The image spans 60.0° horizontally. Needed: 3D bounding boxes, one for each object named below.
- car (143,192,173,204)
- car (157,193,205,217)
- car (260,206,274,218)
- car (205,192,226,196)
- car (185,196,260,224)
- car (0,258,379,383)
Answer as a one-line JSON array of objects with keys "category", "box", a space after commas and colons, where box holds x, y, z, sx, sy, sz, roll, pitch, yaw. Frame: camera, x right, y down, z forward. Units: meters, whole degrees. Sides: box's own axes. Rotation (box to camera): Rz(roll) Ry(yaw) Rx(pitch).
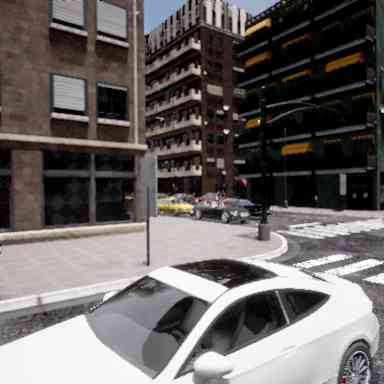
[{"category": "car", "box": [-4.534, 0.754, 43.921, 2.008, 1.369, 4.403, 0, 1, -36]}, {"category": "car", "box": [-1.392, 1.061, 25.377, 1.752, 1.417, 4.829, 0, 1, -36]}, {"category": "car", "box": [3.362, 1.167, 23.231, 1.895, 1.301, 4.718, -1, 1, -36]}, {"category": "car", "box": [2.023, 0.795, 34.920, 1.967, 1.590, 4.097, 0, 1, -36]}, {"category": "car", "box": [1.786, 1.161, 21.015, 2.008, 1.369, 4.403, 0, 1, -36]}, {"category": "car", "box": [0.077, 1.502, 3.310, 4.674, 1.442, 1.812, -1, 1, -35]}]
